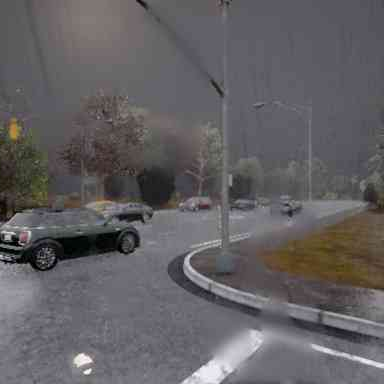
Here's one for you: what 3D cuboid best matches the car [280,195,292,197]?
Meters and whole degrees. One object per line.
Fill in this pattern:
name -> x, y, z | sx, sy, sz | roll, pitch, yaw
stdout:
car -> 14.574, 1.181, 51.873 | 1.837, 1.490, 4.892 | 0, 0, 32

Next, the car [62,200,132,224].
car -> -6.959, 1.421, 24.995 | 1.882, 1.535, 5.008 | 0, 0, 34

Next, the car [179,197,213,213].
car -> 0.464, 1.300, 36.367 | 2.097, 1.767, 4.553 | 0, 0, 33

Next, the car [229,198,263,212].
car -> 5.963, 1.503, 38.485 | 2.033, 1.411, 5.357 | 0, 0, 32

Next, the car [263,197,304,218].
car -> 8.336, 1.425, 29.010 | 2.128, 1.511, 4.902 | 0, 0, 33

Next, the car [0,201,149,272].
car -> -3.852, 1.283, 10.949 | 2.097, 1.767, 4.553 | 0, 0, 36

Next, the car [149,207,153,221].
car -> -4.638, 1.431, 22.170 | 2.128, 1.511, 4.902 | 0, 0, 34
